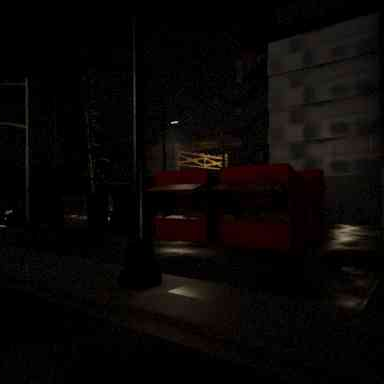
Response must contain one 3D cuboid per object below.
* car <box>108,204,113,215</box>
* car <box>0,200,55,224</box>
[{"bbox_3d":[-7.191,1.663,34.121,1.812,1.442,4.674,-1,-1,36],"label":"car"},{"bbox_3d":[-12.900,1.491,26.270,2.097,1.767,4.553,-1,-1,36],"label":"car"}]
